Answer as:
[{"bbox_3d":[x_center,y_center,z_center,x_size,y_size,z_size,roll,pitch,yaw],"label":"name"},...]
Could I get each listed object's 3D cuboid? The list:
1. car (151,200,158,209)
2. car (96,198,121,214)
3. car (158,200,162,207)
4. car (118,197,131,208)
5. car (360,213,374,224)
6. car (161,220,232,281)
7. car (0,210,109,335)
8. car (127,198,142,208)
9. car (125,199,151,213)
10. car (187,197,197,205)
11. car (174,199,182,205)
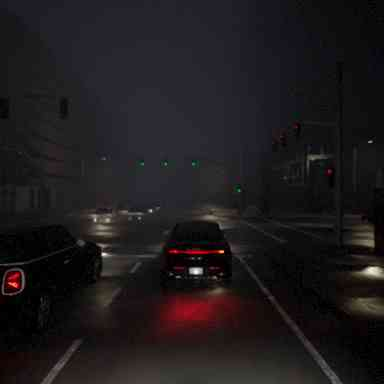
[{"bbox_3d":[-7.362,2.103,56.081,1.882,1.535,5.008,0,-1,1],"label":"car"},{"bbox_3d":[-10.943,1.957,42.922,1.882,1.535,5.008,0,-1,0],"label":"car"},{"bbox_3d":[-7.167,2.289,66.522,2.033,1.411,5.357,0,-1,1],"label":"car"},{"bbox_3d":[-10.907,1.810,52.745,2.150,2.045,5.566,0,-1,1],"label":"car"},{"bbox_3d":[15.988,1.949,26.262,4.718,1.301,1.895,0,-1,0],"label":"car"},{"bbox_3d":[0.138,1.621,10.238,1.837,1.490,4.892,0,0,1],"label":"car"},{"bbox_3d":[-3.438,1.431,7.014,2.097,1.767,4.553,0,-1,0],"label":"car"},{"bbox_3d":[-10.754,2.049,62.491,2.097,1.767,4.553,0,-1,1],"label":"car"},{"bbox_3d":[-7.454,2.062,46.102,2.033,1.411,5.357,0,-1,0],"label":"car"},{"bbox_3d":[0.031,2.150,83.064,2.150,2.045,5.566,0,-1,1],"label":"car"},{"bbox_3d":[-3.472,2.475,82.837,1.994,1.385,4.181,0,-1,1],"label":"car"}]
